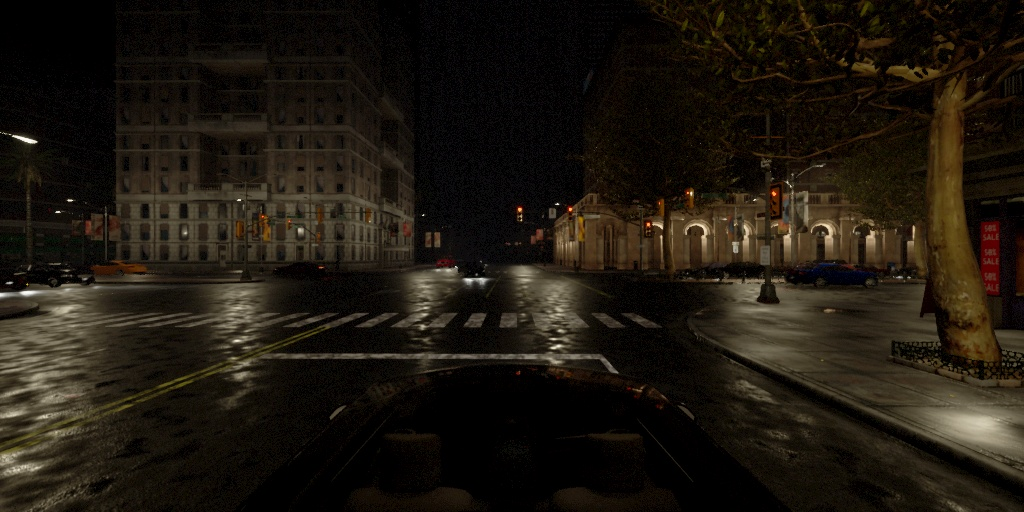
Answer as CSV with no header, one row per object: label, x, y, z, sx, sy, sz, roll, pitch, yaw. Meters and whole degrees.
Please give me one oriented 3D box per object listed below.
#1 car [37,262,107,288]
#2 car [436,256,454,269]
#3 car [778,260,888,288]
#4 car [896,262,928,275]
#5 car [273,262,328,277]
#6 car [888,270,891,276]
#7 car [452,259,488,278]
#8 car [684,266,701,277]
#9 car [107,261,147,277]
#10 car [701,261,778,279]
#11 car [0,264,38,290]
car,-30.240,1.241,23.386,4.902,1.511,2.128,0,0,1
car,-10.454,0.967,56.816,2.150,2.045,5.566,0,1,0
car,20.390,1.227,22.940,5.008,1.535,1.882,0,0,0
car,40.491,1.297,34.482,5.357,1.411,2.033,0,0,1
car,-20.689,1.276,35.192,4.674,1.442,1.812,0,1,-10
car,29.575,1.351,31.082,4.718,1.301,1.895,0,0,1
car,-4.045,1.297,34.658,2.033,1.411,5.357,0,0,-19
car,19.642,1.297,34.664,5.357,1.411,2.033,0,0,1
car,-38.887,1.227,35.124,5.008,1.535,1.882,0,0,0
car,19.698,1.228,31.163,5.008,1.535,1.882,0,0,0
car,-29.798,1.314,19.875,4.181,1.385,1.994,0,0,1
